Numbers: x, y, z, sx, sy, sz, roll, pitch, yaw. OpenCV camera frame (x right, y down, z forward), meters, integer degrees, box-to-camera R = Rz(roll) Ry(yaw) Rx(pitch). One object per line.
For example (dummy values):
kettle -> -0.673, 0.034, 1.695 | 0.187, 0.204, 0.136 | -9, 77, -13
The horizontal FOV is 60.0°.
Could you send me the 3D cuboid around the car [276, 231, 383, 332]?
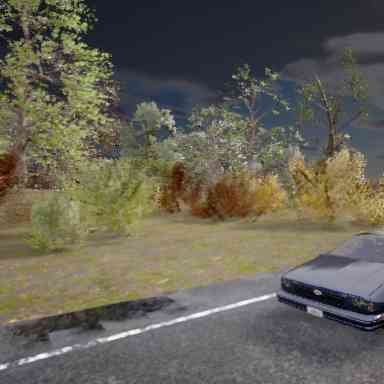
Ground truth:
car -> 4.168, 1.568, 6.964 | 5.357, 1.411, 2.033 | 0, 0, -35
